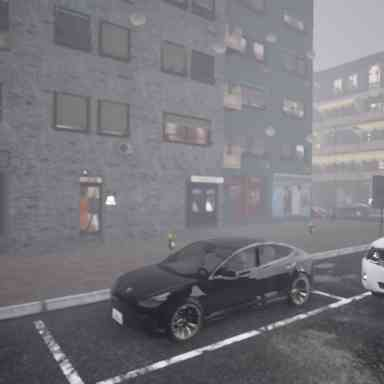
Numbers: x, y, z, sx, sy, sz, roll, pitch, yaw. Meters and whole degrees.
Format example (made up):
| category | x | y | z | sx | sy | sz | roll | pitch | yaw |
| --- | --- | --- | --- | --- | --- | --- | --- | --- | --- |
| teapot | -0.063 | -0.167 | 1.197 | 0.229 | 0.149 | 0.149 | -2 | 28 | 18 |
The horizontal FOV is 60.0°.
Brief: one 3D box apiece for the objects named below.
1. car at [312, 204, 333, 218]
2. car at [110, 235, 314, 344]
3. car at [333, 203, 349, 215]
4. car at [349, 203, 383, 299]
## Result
| category | x | y | z | sx | sy | sz | roll | pitch | yaw |
| --- | --- | --- | --- | --- | --- | --- | --- | --- | --- |
| car | 10.613 | 1.637 | 31.285 | 1.967 | 1.590 | 4.097 | 1 | -1 | -36 |
| car | 0.612 | 1.584 | 6.484 | 4.313 | 1.339 | 1.947 | 0 | 0 | -35 |
| car | 17.213 | 1.874 | 36.044 | 2.008 | 1.369 | 4.403 | 1 | -1 | -36 |
| car | 6.080 | 1.261 | 7.389 | 5.566 | 2.045 | 2.150 | 0 | 0 | -35 |
